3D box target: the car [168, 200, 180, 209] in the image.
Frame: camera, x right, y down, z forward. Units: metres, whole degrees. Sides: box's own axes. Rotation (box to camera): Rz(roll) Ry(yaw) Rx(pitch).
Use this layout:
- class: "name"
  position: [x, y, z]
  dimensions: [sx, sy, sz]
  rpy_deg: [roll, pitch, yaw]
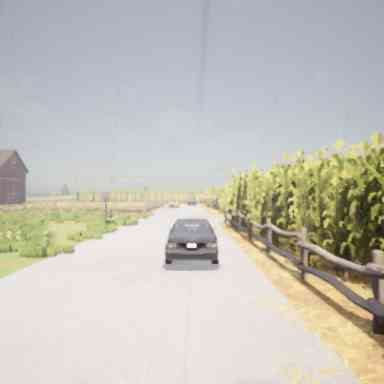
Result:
- class: "car"
  position: [-3.196, 2.086, 58.616]
  dimensions: [1.882, 1.535, 5.008]
  rpy_deg: [0, -1, 0]

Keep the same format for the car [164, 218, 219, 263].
- class: "car"
  position: [0.005, 1.679, 12.504]
  dimensions: [2.033, 1.411, 5.357]
  rpy_deg: [0, -1, 0]

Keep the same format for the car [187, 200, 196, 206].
- class: "car"
  position: [-0.035, 2.260, 70.162]
  dimensions: [1.895, 1.301, 4.718]
  rpy_deg: [0, -1, 0]
